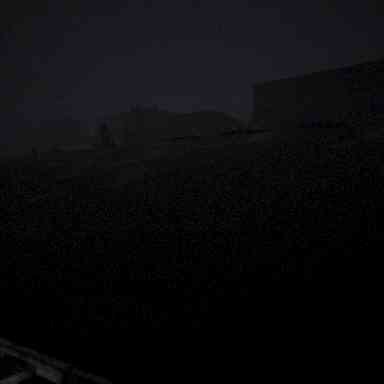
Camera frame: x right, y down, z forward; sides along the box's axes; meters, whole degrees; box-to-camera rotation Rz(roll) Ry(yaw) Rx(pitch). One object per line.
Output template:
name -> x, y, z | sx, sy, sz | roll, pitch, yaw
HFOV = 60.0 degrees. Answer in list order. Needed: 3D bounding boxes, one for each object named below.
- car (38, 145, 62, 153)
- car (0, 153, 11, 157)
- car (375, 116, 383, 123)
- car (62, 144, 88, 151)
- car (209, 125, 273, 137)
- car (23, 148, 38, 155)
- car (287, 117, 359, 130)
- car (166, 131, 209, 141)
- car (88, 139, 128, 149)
car -> -17.230, -5.211, 42.675 | 4.553, 1.767, 2.185 | 2, 1, 39
car -> -30.032, -5.498, 53.141 | 4.892, 1.521, 2.231 | 2, 1, 39
car -> 12.957, -3.975, 18.452 | 5.008, 1.535, 2.097 | 2, 2, 37
car -> -12.840, -4.895, 39.087 | 4.674, 1.452, 2.002 | 2, 1, 39
car -> 4.157, -4.336, 25.202 | 4.892, 1.521, 2.231 | 2, 1, 39
car -> -21.502, -5.353, 46.169 | 4.553, 1.767, 2.185 | 2, 1, 39
car -> 8.520, -4.118, 21.780 | 4.674, 1.452, 2.002 | 2, 2, 38
car -> -0.120, -4.496, 28.687 | 4.892, 1.521, 2.231 | 2, 1, 39
car -> -8.585, -4.915, 35.608 | 4.553, 1.767, 2.185 | 2, 1, 39
